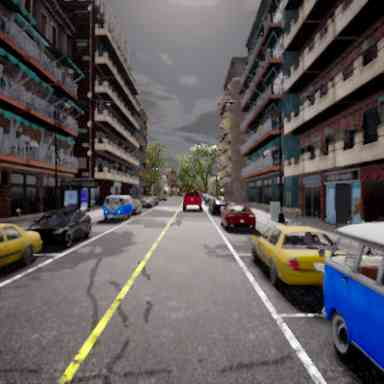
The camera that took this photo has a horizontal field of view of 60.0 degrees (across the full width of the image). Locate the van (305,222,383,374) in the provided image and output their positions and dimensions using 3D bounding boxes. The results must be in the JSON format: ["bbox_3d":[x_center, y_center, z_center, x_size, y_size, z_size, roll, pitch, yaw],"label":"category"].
[{"bbox_3d":[2.707,1.318,3.333,1.690,1.788,3.998,1,0,0],"label":"van"}]

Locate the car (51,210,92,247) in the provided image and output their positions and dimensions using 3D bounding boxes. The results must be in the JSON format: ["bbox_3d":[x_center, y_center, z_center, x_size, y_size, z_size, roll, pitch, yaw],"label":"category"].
[{"bbox_3d":[-5.680,1.469,14.516,1.947,1.339,4.313,1,0,0],"label":"car"}]

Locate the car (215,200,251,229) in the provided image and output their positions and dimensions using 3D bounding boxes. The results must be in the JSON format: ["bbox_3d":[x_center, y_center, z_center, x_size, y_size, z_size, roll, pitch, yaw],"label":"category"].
[{"bbox_3d":[2.680,1.411,20.048,1.887,1.381,4.507,1,0,0],"label":"car"}]

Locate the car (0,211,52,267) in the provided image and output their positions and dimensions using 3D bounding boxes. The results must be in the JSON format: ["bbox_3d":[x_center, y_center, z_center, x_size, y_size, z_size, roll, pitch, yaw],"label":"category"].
[{"bbox_3d":[-5.679,1.467,8.775,1.752,1.417,4.829,1,0,0],"label":"car"}]

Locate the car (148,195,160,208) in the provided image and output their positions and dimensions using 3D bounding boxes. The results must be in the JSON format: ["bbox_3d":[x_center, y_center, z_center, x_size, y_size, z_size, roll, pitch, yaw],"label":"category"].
[{"bbox_3d":[-5.680,1.270,42.372,2.008,1.369,4.403,1,0,0],"label":"car"}]

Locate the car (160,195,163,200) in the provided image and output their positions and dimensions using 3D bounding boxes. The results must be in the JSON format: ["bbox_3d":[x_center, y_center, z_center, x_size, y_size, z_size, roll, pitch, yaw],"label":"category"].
[{"bbox_3d":[-5.681,1.264,47.942,1.802,1.307,4.206,1,0,0],"label":"car"}]

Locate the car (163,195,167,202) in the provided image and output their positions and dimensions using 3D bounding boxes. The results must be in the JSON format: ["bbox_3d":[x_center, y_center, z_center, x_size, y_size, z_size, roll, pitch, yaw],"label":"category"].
[{"bbox_3d":[-5.769,1.152,65.059,1.802,1.307,4.206,1,0,0],"label":"car"}]

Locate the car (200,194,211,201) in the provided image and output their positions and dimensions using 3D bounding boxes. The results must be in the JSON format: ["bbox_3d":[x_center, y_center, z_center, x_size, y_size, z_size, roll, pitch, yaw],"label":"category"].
[{"bbox_3d":[2.837,1.086,70.186,2.008,1.369,4.403,1,0,0],"label":"car"}]

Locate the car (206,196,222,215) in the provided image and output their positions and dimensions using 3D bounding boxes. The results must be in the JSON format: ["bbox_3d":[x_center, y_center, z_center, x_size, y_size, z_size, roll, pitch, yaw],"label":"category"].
[{"bbox_3d":[2.667,1.359,31.190,1.947,1.339,4.313,1,0,0],"label":"car"}]

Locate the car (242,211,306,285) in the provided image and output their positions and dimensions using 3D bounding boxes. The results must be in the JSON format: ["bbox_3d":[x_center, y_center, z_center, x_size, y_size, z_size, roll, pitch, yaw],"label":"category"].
[{"bbox_3d":[2.708,1.464,9.076,1.752,1.417,4.829,1,0,0],"label":"car"}]

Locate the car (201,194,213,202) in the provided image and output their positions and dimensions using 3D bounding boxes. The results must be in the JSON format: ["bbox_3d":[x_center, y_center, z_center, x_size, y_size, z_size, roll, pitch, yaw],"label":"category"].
[{"bbox_3d":[2.837,1.123,64.616,2.008,1.369,4.403,1,0,0],"label":"car"}]

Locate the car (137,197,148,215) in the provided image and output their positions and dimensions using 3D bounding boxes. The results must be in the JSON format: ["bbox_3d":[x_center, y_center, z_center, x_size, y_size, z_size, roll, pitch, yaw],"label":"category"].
[{"bbox_3d":[-5.680,1.344,31.228,2.008,1.369,4.403,1,0,0],"label":"car"}]

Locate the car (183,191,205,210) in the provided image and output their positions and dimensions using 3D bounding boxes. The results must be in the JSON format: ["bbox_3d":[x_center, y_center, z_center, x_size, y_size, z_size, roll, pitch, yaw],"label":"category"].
[{"bbox_3d":[0.089,0.956,38.670,2.150,2.045,5.566,0,-1,1],"label":"car"}]

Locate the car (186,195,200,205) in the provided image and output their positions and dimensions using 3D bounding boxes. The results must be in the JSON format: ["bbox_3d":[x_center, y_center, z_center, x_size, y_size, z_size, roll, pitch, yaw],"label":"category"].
[{"bbox_3d":[0.102,1.202,52.128,2.033,1.411,5.357,0,0,0],"label":"car"}]

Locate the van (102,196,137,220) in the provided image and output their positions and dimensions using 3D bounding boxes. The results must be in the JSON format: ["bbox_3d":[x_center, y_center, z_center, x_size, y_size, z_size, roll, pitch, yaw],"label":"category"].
[{"bbox_3d":[-5.677,1.171,25.657,1.690,1.788,3.998,1,0,0],"label":"van"}]

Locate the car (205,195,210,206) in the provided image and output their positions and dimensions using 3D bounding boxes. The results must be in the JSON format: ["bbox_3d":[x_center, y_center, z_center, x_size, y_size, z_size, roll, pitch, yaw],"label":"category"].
[{"bbox_3d":[2.667,1.338,36.761,1.802,1.307,4.206,1,0,0],"label":"car"}]

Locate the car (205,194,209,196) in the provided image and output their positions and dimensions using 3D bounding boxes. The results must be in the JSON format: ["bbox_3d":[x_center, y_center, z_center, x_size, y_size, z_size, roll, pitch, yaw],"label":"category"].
[{"bbox_3d":[2.667,1.233,47.903,2.008,1.369,4.403,1,0,0],"label":"car"}]
